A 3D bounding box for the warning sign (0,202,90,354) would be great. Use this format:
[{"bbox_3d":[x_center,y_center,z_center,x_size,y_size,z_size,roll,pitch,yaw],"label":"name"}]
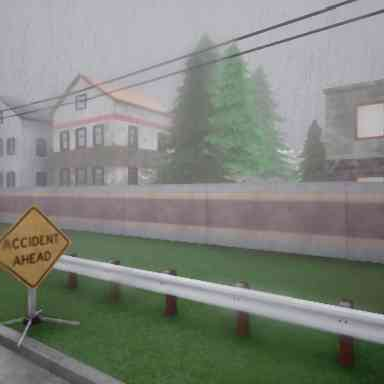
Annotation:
[{"bbox_3d":[-2.423,1.114,5.045,1.060,1.860,1.300,0,0,36],"label":"warning sign"}]
